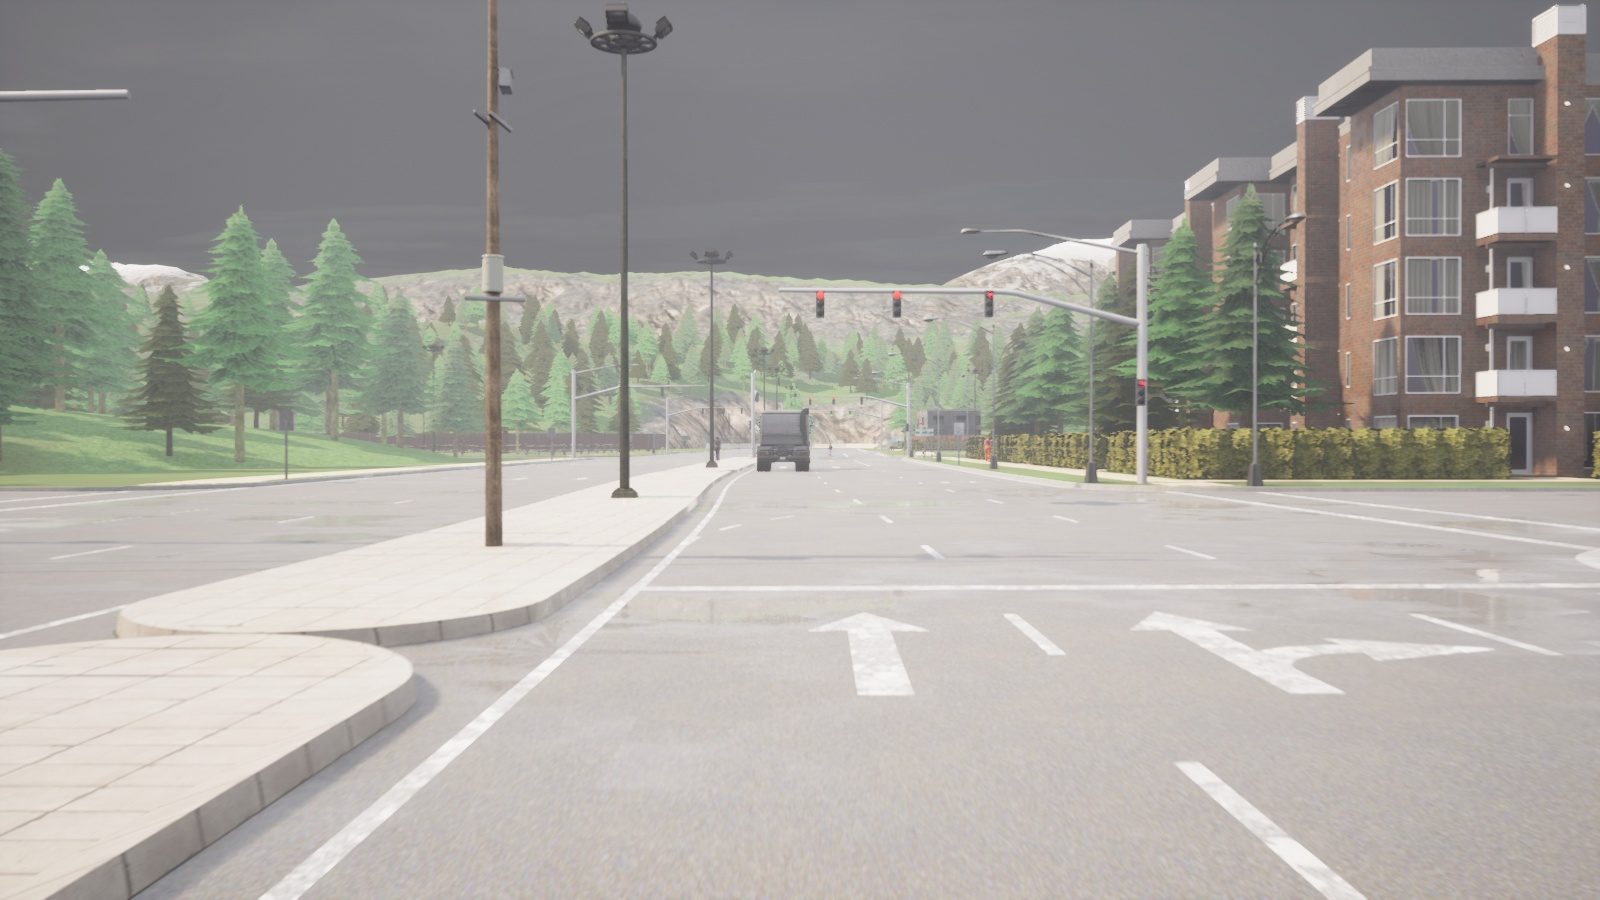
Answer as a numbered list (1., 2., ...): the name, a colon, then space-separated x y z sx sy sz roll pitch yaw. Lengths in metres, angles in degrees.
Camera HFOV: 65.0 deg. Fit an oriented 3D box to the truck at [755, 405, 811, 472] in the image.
1. truck: -0.876 -0.626 69.113 2.891 3.462 7.936 0 0 0
